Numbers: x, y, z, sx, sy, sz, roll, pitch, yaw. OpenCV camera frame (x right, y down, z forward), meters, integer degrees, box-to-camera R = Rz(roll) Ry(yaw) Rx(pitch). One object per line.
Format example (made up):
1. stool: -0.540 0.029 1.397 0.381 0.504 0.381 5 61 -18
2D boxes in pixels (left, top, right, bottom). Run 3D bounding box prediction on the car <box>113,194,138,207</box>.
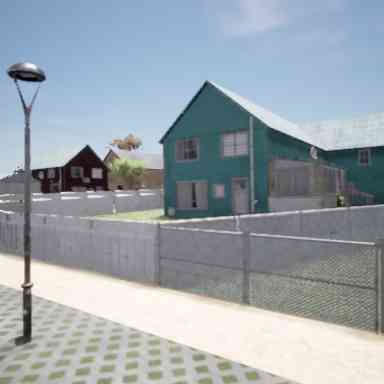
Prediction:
1. car: -6.841 0.811 36.389 1.837 1.490 4.892 -1 1 35
